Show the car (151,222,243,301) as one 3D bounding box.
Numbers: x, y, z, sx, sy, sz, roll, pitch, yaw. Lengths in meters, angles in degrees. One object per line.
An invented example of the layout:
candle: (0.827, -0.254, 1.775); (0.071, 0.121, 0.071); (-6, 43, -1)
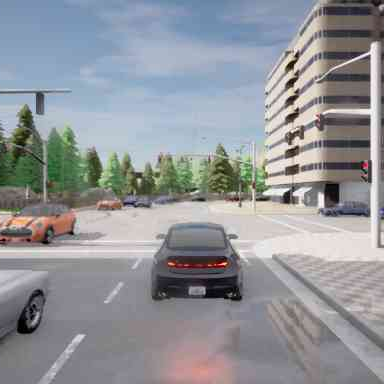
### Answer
car: (0.121, 1.505, 8.324); (1.837, 1.490, 4.892); (0, 0, 1)

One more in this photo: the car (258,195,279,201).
car: (18.554, 1.500, 80.548); (4.892, 1.490, 1.837); (0, 0, -22)

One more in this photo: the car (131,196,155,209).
car: (-6.723, 1.564, 46.087); (1.994, 1.385, 4.181); (0, 0, 0)

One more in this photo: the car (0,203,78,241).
car: (-7.065, 1.352, 15.585); (2.097, 1.767, 4.553); (0, 0, 0)

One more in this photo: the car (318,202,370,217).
car: (14.619, 1.603, 30.987); (5.357, 1.411, 2.033); (0, 0, 0)

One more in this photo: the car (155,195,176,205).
car: (-5.033, 1.477, 58.244); (1.882, 1.535, 5.008); (0, 0, 17)

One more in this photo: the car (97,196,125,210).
car: (-10.380, 1.352, 41.864); (2.097, 1.767, 4.553); (0, 0, 2)

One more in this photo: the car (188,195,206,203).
car: (1.000, 1.478, 70.725); (1.882, 1.535, 5.008); (0, 0, 34)

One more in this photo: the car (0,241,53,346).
car: (-3.424, 1.601, 3.805); (1.895, 1.301, 4.718); (0, 0, 0)

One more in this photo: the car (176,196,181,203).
car: (-4.089, 1.505, 69.420); (1.837, 1.490, 4.892); (0, 0, 31)

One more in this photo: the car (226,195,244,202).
car: (9.753, 1.478, 75.037); (5.008, 1.535, 1.882); (0, 0, -41)

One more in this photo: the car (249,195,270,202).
car: (15.227, 1.595, 74.763); (4.718, 1.301, 1.895); (0, 0, -33)

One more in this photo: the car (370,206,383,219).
car: (17.713, 1.581, 27.475); (4.674, 1.442, 1.812); (0, 0, 0)

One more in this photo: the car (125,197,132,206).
car: (-9.608, 1.478, 53.120); (1.882, 1.535, 5.008); (0, 0, 8)
